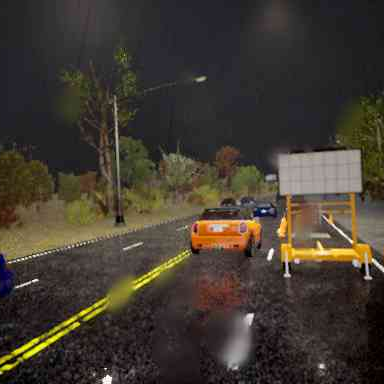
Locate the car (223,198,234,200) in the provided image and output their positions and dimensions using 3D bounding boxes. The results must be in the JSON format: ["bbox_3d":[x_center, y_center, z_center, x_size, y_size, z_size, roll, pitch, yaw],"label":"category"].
[{"bbox_3d":[5.334,1.649,48.453,1.837,1.490,4.892,-2,0,17],"label":"car"}]

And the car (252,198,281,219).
[{"bbox_3d":[6.583,1.575,29.671,1.994,1.385,4.181,-3,0,17],"label":"car"}]

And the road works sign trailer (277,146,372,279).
[{"bbox_3d":[3.914,0.483,10.196,2.380,3.560,2.880,-2,0,17],"label":"road works sign trailer"}]

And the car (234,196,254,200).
[{"bbox_3d":[7.329,1.393,43.940,2.097,1.767,4.553,-2,0,17],"label":"car"}]

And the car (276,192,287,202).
[{"bbox_3d":[18.209,0.895,67.305,2.150,2.045,5.566,-2,0,17],"label":"car"}]

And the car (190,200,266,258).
[{"bbox_3d":[1.477,1.403,12.883,2.097,1.767,4.553,-2,-5,17],"label":"car"}]

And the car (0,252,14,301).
[{"bbox_3d":[-4.657,1.507,4.473,1.812,1.442,4.674,0,0,17],"label":"car"}]
